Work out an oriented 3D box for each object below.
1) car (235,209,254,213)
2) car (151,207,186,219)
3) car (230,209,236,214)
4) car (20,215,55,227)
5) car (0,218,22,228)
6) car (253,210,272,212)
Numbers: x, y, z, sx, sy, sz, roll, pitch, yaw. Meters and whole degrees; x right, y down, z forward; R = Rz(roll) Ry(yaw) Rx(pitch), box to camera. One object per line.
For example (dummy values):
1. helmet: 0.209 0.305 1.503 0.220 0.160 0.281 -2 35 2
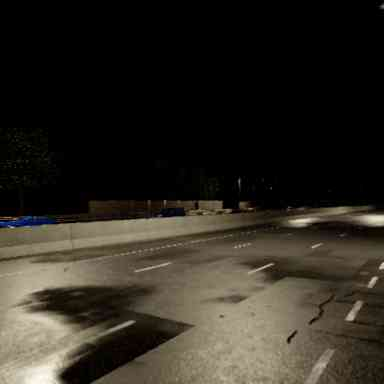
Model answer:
1. car: 9.529 3.660 55.512 1.812 1.442 4.674 -3 -3 35
2. car: -3.020 3.063 43.790 2.150 2.045 5.566 -3 -3 35
3. car: 9.311 4.101 67.258 1.812 1.442 4.674 -3 -3 35
4. car: -15.676 3.032 31.788 1.882 1.535 5.008 -3 -3 35
5. car: -12.366 2.454 18.177 1.837 1.490 4.892 -3 -3 35
6. car: 12.028 3.593 52.995 1.895 1.301 4.718 -3 -3 35
